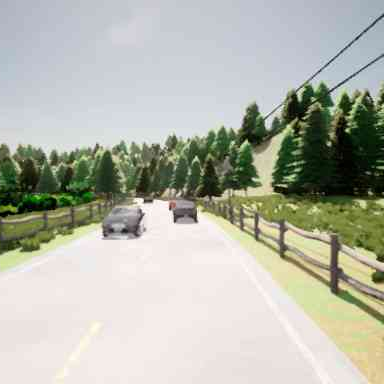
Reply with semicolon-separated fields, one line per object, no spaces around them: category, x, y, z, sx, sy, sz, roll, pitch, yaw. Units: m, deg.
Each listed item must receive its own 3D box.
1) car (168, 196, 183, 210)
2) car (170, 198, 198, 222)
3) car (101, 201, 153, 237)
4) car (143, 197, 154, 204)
car;-1.935;1.325;42.161;2.097;1.767;4.553;0;0;-6
car;-0.591;1.488;26.247;1.837;1.490;4.892;0;0;-4
car;-3.519;1.479;17.938;2.128;1.511;4.902;0;0;-2
car;-8.223;1.561;62.878;1.895;1.301;4.718;0;0;-10
